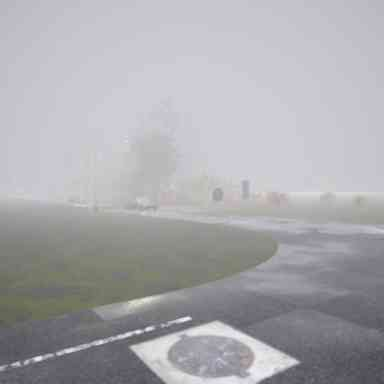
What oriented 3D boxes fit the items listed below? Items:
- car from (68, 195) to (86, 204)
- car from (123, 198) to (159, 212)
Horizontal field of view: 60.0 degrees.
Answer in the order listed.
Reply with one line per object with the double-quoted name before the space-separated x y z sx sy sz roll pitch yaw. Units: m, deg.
"car" -18.346 1.152 52.943 2.128 1.511 4.902 -1 1 -35
"car" -5.432 1.304 34.650 2.033 1.411 5.357 -1 1 -35
